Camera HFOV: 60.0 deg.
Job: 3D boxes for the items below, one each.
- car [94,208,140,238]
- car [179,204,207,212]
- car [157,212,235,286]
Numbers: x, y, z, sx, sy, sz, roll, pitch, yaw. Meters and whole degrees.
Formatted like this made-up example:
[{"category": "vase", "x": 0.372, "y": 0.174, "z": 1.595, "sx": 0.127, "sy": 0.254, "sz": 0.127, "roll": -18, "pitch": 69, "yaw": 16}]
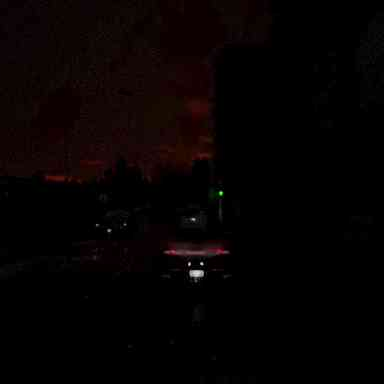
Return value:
[{"category": "car", "x": -4.073, "y": 1.657, "z": 18.734, "sx": 1.812, "sy": 1.442, "sz": 4.674, "roll": 0, "pitch": -1, "yaw": 0}, {"category": "car", "x": 0.108, "y": 1.686, "z": 25.666, "sx": 1.837, "sy": 1.490, "sz": 4.892, "roll": 0, "pitch": 0, "yaw": 0}, {"category": "car", "x": 0.102, "y": 1.561, "z": 9.638, "sx": 2.128, "sy": 1.511, "sz": 4.902, "roll": 0, "pitch": 0, "yaw": 0}]
